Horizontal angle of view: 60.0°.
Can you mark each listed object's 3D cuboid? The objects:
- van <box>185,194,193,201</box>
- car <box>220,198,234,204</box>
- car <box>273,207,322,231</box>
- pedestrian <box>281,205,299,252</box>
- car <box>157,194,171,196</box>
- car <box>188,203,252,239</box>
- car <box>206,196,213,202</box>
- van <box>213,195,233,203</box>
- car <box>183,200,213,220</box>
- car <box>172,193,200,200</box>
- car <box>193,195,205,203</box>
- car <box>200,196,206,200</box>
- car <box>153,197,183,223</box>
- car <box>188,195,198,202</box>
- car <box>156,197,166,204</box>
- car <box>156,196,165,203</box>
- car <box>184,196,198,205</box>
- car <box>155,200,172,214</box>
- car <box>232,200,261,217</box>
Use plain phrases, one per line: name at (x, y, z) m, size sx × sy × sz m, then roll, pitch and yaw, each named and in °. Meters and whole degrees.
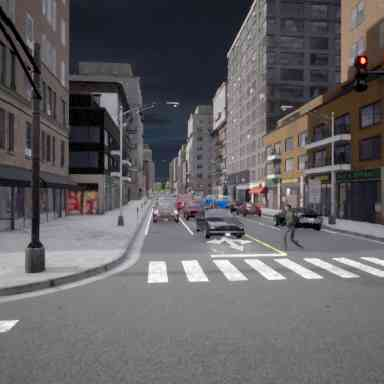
van at (-0.818, 1.488, 92.085) m, size 1.690 × 1.788 × 3.998 m, roll 0°, pitch 0°, yaw -6°
car at (4.831, 1.619, 37.267) m, size 1.947 × 1.339 × 4.313 m, roll 0°, pitch 0°, yaw -6°
car at (6.526, 1.606, 20.821) m, size 1.947 × 1.339 × 4.313 m, roll 0°, pitch 0°, yaw -6°
pedestrian at (3.691, 1.312, 12.524) m, size 0.375 × 1.860 × 0.375 m, roll 0°, pitch 0°, yaw -6°
car at (-4.846, 1.481, 52.889) m, size 1.967 × 1.590 × 4.097 m, roll 0°, pitch 0°, yaw -6°
car at (1.295, 1.561, 17.881) m, size 2.033 × 1.411 × 5.357 m, roll 0°, pitch 0°, yaw -8°
car at (3.701, 1.618, 48.230) m, size 2.008 × 1.369 × 4.403 m, roll 0°, pitch 0°, yaw -6°
van at (4.267, 1.401, 42.749) m, size 1.690 × 1.788 × 3.998 m, roll 0°, pitch 0°, yaw -6°
car at (0.282, 1.621, 27.871) m, size 1.895 × 1.301 × 4.718 m, roll 0°, pitch 0°, yaw -6°
car at (-0.772, 1.252, 38.371) m, size 2.150 × 2.045 × 5.566 m, roll 0°, pitch 0°, yaw -5°
car at (1.441, 1.547, 70.157) m, size 1.967 × 1.590 × 4.097 m, roll 0°, pitch 0°, yaw -6°
car at (0.803, 1.663, 51.630) m, size 1.895 × 1.301 × 4.718 m, roll 0°, pitch 0°, yaw -6°
car at (-2.021, 1.447, 25.481) m, size 1.967 × 1.590 × 4.097 m, roll 0°, pitch 0°, yaw -6°
car at (0.311, 1.568, 81.122) m, size 1.967 × 1.590 × 4.097 m, roll 0°, pitch 0°, yaw -6°
car at (-5.977, 1.612, 63.852) m, size 2.008 × 1.369 × 4.403 m, roll 0°, pitch 0°, yaw -6°
car at (-7.107, 1.626, 74.816) m, size 1.887 × 1.381 × 4.507 m, roll 0°, pitch 0°, yaw -6°
car at (-0.235, 1.572, 61.678) m, size 2.128 × 1.511 × 4.902 m, roll 0°, pitch 0°, yaw -6°
car at (-3.152, 1.599, 36.444) m, size 1.802 × 1.307 × 4.206 m, roll 0°, pitch 0°, yaw -6°
car at (5.396, 1.629, 31.786) m, size 1.802 × 1.307 × 4.206 m, roll 0°, pitch 0°, yaw -6°
